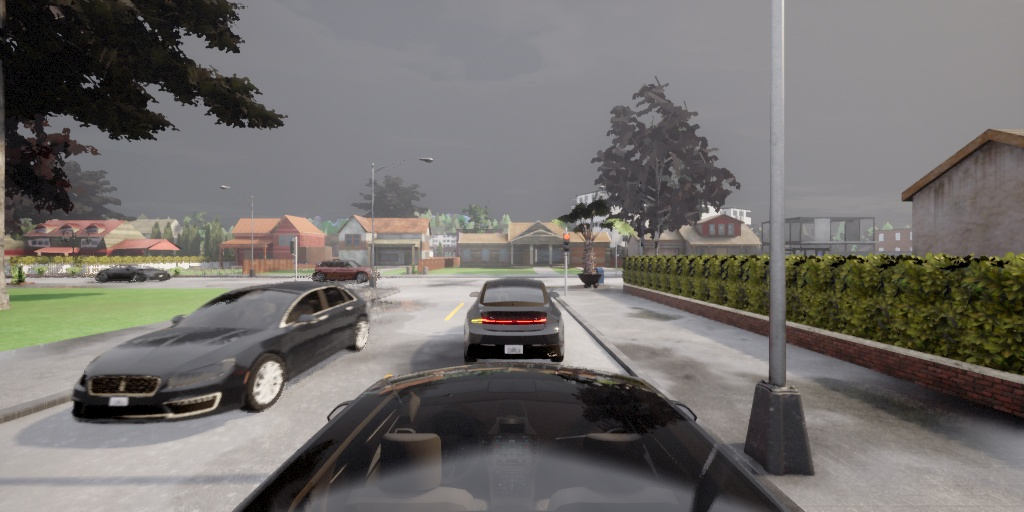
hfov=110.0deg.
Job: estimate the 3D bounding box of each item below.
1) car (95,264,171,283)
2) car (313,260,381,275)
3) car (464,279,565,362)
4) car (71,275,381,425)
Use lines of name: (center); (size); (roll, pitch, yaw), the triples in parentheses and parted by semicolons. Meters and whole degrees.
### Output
car: (-28.246, 1.314, 26.817); (4.181, 1.385, 1.994); (0, 0, 0)
car: (-12.263, 1.102, 26.840); (4.553, 1.767, 2.097); (0, 0, 0)
car: (0.052, 1.255, 8.187); (1.837, 1.490, 4.892); (0, 0, 1)
car: (-4.068, 1.254, 6.152); (1.837, 1.490, 4.892); (0, 0, 0)
